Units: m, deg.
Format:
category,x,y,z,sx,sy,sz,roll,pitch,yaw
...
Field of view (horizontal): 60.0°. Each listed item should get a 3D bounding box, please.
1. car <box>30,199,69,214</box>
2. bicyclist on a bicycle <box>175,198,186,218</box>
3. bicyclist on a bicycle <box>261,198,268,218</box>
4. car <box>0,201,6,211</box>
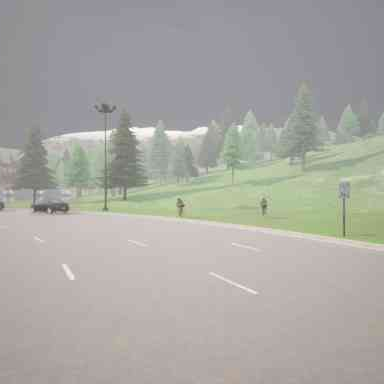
category,x,y,z,sx,sy,sz,roll,pitch,yaw
car,-15.011,1.478,34.955,5.008,1.535,1.882,0,0,34
bicyclist on a bicycle,-0.945,1.308,27.009,0.582,1.620,1.656,0,-2,-31
bicyclist on a bicycle,5.896,1.307,27.185,0.582,1.620,1.656,0,-2,-1
car,-24.335,1.526,39.651,4.674,1.442,1.812,0,0,23
